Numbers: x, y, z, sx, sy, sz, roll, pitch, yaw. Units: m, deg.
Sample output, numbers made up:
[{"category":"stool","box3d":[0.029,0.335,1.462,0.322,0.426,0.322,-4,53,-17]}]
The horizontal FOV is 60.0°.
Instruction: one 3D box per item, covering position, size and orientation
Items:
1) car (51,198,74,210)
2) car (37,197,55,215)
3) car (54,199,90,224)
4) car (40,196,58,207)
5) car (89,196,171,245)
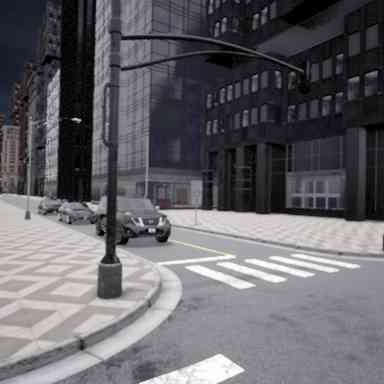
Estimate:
[{"category":"car","box3d":[-16.919,1.578,43.371,1.994,1.385,4.181,2,-1,-32]},{"category":"car","box3d":[-14.150,1.508,33.178,2.033,1.411,5.357,2,-1,-33]},{"category":"car","box3d":[-8.472,1.481,24.344,1.837,1.490,4.892,2,-1,-33]},{"category":"car","box3d":[-22.291,1.478,51.743,1.837,1.490,4.892,2,-1,-33]},{"category":"car","box3d":[-3.000,1.209,15.863,2.150,2.045,5.566,2,-1,-30]}]
